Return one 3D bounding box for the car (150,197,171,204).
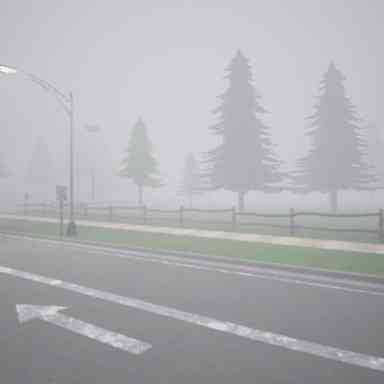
[{"bbox_3d":[-7.211,1.865,76.665,2.033,1.411,5.357,-1,0,35],"label":"car"}]

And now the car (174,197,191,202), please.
[{"bbox_3d":[-1.483,1.737,72.642,1.882,1.535,5.008,-1,0,35],"label":"car"}]
